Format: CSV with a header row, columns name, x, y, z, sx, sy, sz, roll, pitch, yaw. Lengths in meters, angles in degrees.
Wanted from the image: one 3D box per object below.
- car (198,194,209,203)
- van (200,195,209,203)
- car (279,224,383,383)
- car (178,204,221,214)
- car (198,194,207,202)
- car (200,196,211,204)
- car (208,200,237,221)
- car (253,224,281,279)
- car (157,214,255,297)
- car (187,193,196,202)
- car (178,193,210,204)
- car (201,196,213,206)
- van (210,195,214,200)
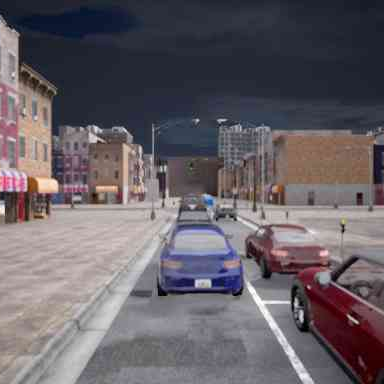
name,x,y,z,sx,sy,sz,roll,pitch,yaw
car,2.603,1.458,75.735,2.192,1.841,5.009,0,0,0
van,2.606,1.468,70.262,1.690,1.788,3.998,0,0,0
car,2.635,1.440,4.115,1.967,1.590,4.097,0,0,0
car,0.084,1.554,16.367,2.033,1.411,5.357,0,0,0
car,2.600,1.490,86.688,2.192,1.841,5.009,0,0,0
car,2.609,1.551,64.786,1.967,1.590,4.097,0,0,0
car,2.625,1.573,26.832,2.008,1.369,4.403,0,0,0
car,2.633,1.583,9.795,1.802,1.307,4.206,0,0,0
car,0.122,1.527,8.450,1.812,1.442,4.674,0,0,-2
car,-0.034,1.384,83.902,2.150,2.045,5.566,0,0,0
car,0.076,1.246,26.985,2.150,2.045,5.566,0,0,1
car,2.611,1.537,59.310,1.967,1.590,4.097,0,0,0
van,2.613,1.424,53.835,1.690,1.788,3.998,0,0,0
